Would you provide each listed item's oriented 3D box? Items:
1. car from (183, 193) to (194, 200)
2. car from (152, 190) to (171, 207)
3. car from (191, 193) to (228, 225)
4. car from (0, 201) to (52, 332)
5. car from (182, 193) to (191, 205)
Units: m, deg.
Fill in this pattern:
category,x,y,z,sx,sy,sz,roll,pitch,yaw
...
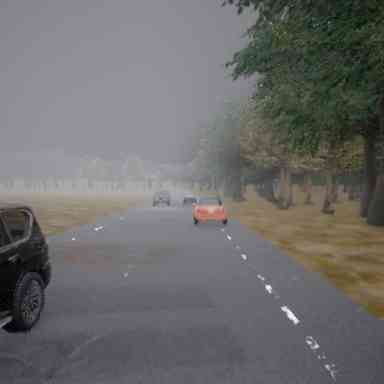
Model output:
category,x,y,z,sx,sy,sz,roll,pitch,yaw
car,-0.689,0.868,64.923,1.895,1.301,4.718,0,1,-1
car,-3.878,0.782,43.550,2.150,2.045,5.566,0,1,0
car,1.144,1.135,22.363,2.097,1.767,4.553,0,1,0
car,-3.600,1.186,3.779,2.150,2.045,5.566,0,1,0
car,-0.337,0.990,46.973,1.882,1.535,5.008,0,1,0
